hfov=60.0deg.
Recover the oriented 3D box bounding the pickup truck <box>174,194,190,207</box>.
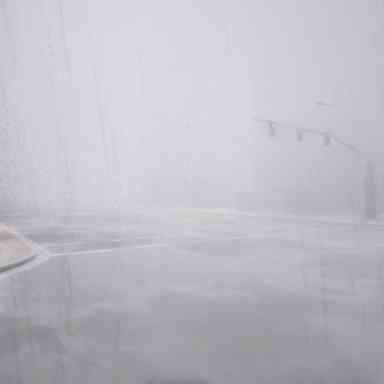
[{"bbox_3d":[-1.792,1.338,56.015,2.390,2.098,6.274,0,0,-6],"label":"pickup truck"}]
